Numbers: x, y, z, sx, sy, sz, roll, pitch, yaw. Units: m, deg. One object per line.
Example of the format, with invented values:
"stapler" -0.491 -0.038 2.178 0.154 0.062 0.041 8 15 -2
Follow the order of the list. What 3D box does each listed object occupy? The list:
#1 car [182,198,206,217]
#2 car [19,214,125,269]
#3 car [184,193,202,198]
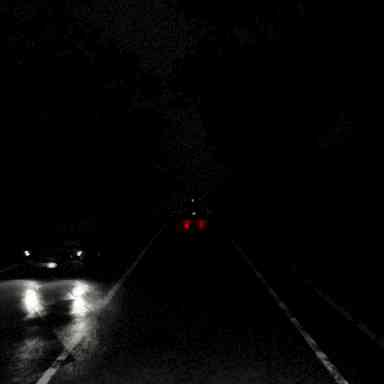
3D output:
"car" 0.150 1.412 28.342 1.895 1.301 4.718 0 0 0
"car" -3.580 1.462 11.131 2.033 1.411 5.357 0 1 0
"car" 0.133 1.089 43.229 2.150 2.045 5.566 0 0 1
